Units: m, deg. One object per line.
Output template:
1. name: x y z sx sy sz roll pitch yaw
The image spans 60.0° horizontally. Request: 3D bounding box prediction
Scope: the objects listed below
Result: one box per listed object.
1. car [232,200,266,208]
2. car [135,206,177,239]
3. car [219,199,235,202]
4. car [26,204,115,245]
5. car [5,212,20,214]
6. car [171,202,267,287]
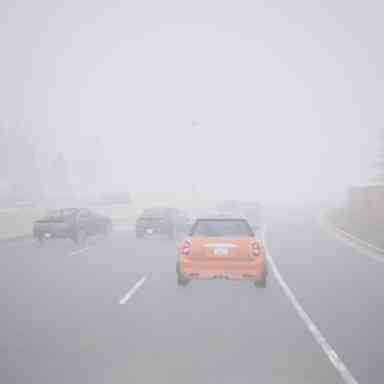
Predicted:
1. car: 5.113 1.531 28.306 2.033 1.411 5.357 0 0 19
2. car: -1.434 1.500 17.353 1.837 1.490 4.892 0 0 11
3. car: 3.904 1.460 34.708 1.882 1.535 5.008 0 0 22
4. car: -5.329 1.492 15.536 2.128 1.511 4.902 0 0 9
5. car: -13.806 1.533 26.648 1.812 1.442 4.674 0 0 16
6. car: 0.863 1.347 9.557 2.097 1.767 4.553 0 0 6
